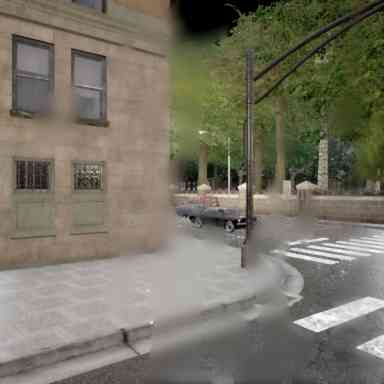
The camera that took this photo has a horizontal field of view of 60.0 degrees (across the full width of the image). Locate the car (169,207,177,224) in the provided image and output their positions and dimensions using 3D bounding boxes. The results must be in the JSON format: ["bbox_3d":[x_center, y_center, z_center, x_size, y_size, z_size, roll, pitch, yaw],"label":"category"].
[{"bbox_3d":[-3.133,1.544,22.308,1.947,1.339,4.313,0,0,-35],"label":"car"}]

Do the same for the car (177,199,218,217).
[{"bbox_3d":[-0.115,1.538,28.416,1.994,1.385,4.181,0,0,-35],"label":"car"}]

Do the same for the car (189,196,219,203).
[{"bbox_3d":[0.639,1.285,31.844,2.192,1.841,5.009,0,0,-35],"label":"car"}]

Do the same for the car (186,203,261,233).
[{"bbox_3d":[1.882,1.586,19.901,1.895,1.301,4.718,0,0,-35],"label":"car"}]
